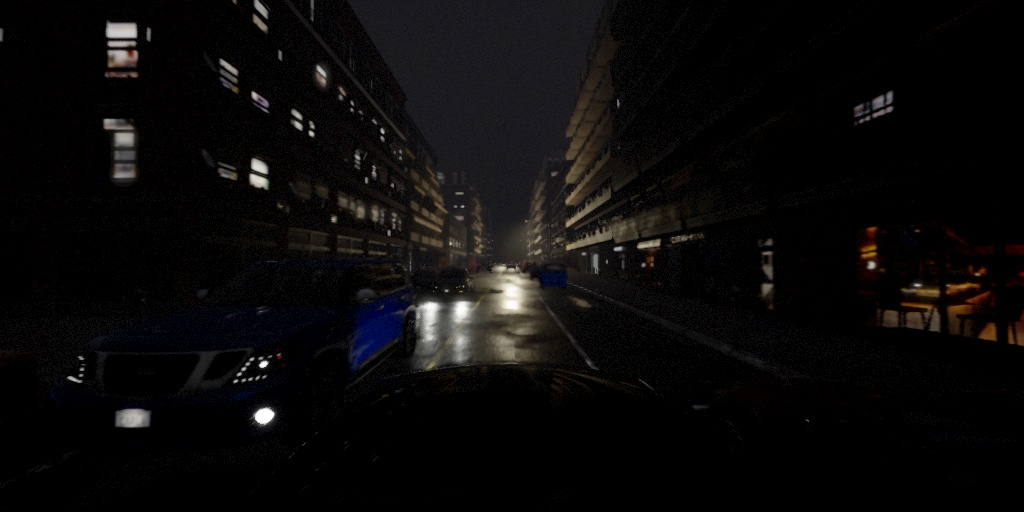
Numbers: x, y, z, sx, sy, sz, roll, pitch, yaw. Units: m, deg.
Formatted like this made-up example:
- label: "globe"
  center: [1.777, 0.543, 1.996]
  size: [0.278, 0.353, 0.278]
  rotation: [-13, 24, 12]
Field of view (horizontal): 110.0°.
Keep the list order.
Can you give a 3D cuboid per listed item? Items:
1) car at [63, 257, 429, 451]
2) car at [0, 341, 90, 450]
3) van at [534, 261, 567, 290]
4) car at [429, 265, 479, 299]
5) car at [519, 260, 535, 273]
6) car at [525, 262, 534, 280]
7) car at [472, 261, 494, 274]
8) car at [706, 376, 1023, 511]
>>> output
- label: "car"
  center: [-3.105, 1.019, 5.706]
  size: [2.150, 2.045, 5.566]
  rotation: [0, -1, 0]
- label: "car"
  center: [-5.684, 1.308, 1.752]
  size: [1.888, 1.381, 4.507]
  rotation: [0, 0, 0]
- label: "van"
  center: [2.643, 1.303, 24.016]
  size: [1.690, 1.789, 3.998]
  rotation: [0, 0, 0]
- label: "car"
  center: [-3.117, 1.436, 19.516]
  size: [1.837, 1.490, 4.892]
  rotation: [0, -1, 0]
- label: "car"
  center: [2.577, 1.551, 51.869]
  size: [2.192, 1.841, 5.009]
  rotation: [0, 0, 0]
- label: "car"
  center: [2.617, 1.617, 35.156]
  size: [1.888, 1.381, 4.507]
  rotation: [0, 0, 0]
- label: "car"
  center: [-3.092, 1.286, 41.479]
  size: [2.128, 1.511, 4.902]
  rotation: [0, -1, 0]
- label: "car"
  center: [2.697, 1.327, 1.731]
  size: [1.802, 1.307, 4.207]
  rotation: [0, 0, 0]
